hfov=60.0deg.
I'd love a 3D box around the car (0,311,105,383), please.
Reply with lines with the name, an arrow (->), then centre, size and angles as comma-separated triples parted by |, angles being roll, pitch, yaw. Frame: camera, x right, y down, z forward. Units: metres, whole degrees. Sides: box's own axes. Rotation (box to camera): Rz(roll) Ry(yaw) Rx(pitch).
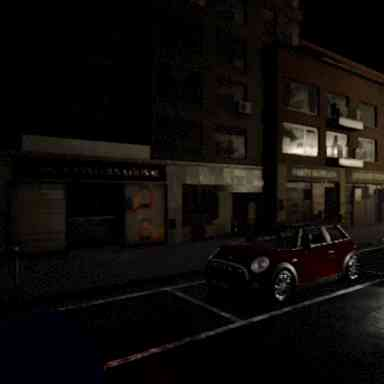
car -> -2.839, 1.474, 1.342 | 5.008, 1.535, 1.882 | 0, 0, -35

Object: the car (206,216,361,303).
car -> 2.298, 1.453, 8.171 | 4.097, 1.590, 1.967 | 0, 0, -36
